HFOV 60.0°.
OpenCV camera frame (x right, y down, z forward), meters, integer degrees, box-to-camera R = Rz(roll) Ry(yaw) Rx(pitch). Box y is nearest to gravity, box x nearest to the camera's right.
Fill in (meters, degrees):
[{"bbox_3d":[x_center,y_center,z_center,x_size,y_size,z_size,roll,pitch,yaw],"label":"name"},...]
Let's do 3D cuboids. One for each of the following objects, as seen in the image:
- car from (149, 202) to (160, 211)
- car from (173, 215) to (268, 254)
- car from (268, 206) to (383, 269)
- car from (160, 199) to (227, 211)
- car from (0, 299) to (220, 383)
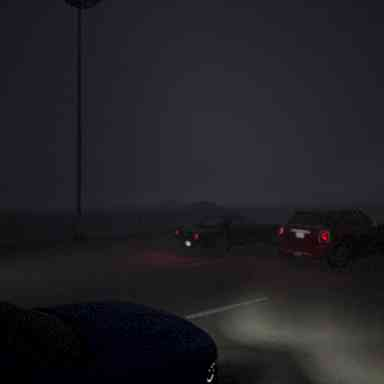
[{"bbox_3d":[-2.546,1.485,35.954,4.181,1.385,1.994,0,0,-34],"label":"car"},{"bbox_3d":[1.698,1.573,13.279,4.718,1.301,1.895,0,0,-34],"label":"car"},{"bbox_3d":[5.045,1.331,11.300,4.553,1.767,2.097,0,0,-34],"label":"car"},{"bbox_3d":[0.406,1.424,25.300,5.008,1.535,1.882,0,0,-34],"label":"car"},{"bbox_3d":[-2.023,1.471,2.216,5.008,1.535,1.882,0,0,-36],"label":"car"}]
